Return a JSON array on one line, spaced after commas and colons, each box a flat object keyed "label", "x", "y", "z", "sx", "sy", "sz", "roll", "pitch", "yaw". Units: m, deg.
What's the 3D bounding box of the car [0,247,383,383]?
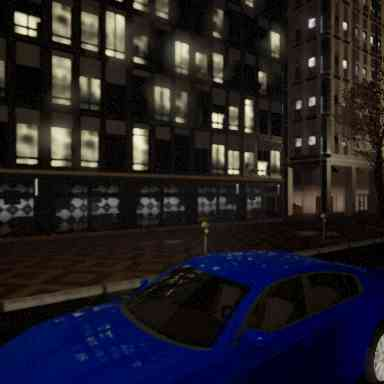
[{"label": "car", "x": 0.519, "y": 1.472, "z": 3.751, "sx": 5.008, "sy": 1.535, "sz": 1.882, "roll": 0, "pitch": 0, "yaw": -35}]
